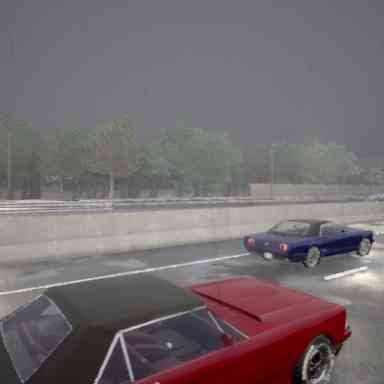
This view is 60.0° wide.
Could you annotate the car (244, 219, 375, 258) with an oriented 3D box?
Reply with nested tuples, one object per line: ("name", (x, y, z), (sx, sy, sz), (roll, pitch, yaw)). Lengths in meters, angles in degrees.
("car", (4.011, 1.538, 10.914), (4.718, 1.301, 1.895), (0, 0, -36))

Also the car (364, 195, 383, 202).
("car", (30.812, 1.217, 55.970), (4.674, 1.442, 1.812), (0, 0, -35))

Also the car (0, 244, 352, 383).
("car", (-0.382, 1.590, 3.473), (4.718, 1.301, 1.895), (-1, 0, -36))
